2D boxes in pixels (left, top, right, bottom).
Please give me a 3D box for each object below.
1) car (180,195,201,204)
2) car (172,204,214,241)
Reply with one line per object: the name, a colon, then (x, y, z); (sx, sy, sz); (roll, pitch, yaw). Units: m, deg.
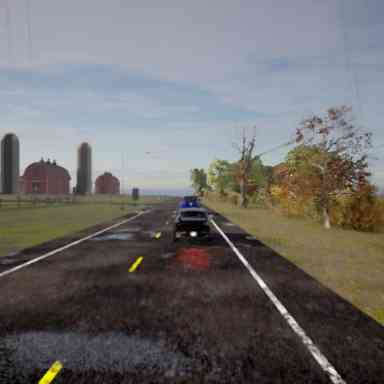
car: (-0.143, 1.368, 37.813); (2.150, 2.045, 5.566); (0, 0, -1)
car: (0.048, 1.571, 16.943); (1.837, 1.490, 4.892); (0, 0, 0)
